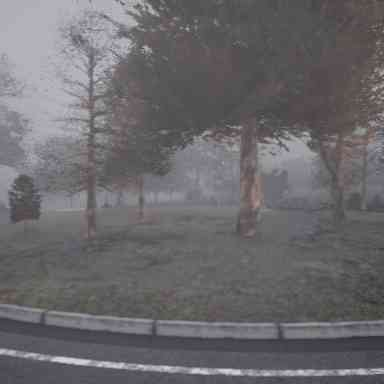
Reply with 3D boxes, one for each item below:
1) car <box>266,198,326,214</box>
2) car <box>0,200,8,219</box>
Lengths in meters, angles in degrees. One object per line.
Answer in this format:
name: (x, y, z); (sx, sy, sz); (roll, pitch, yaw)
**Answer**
car: (9.930, 1.238, 31.924); (5.357, 1.411, 2.033); (2, 1, 35)
car: (-14.835, 1.037, 22.255); (2.097, 1.767, 4.553); (1, 1, 18)
